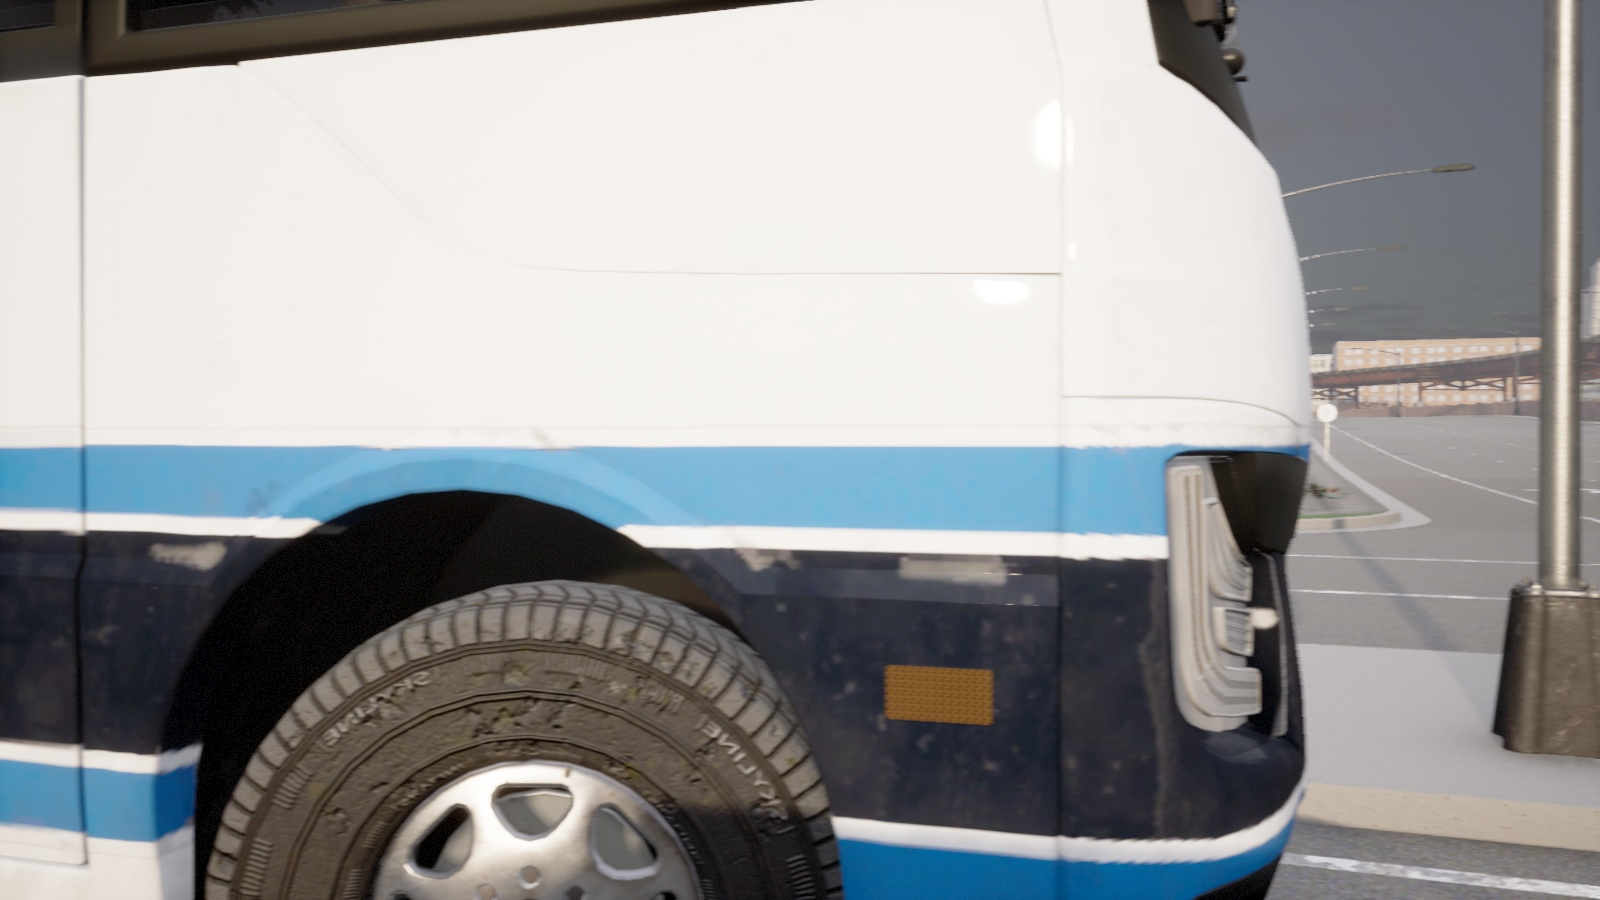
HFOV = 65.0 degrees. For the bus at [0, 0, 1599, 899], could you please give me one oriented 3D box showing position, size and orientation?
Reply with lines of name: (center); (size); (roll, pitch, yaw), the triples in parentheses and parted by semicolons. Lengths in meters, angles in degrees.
bus: (-3.061, -0.647, 4.614); (10.273, 4.253, 3.944); (1, 1, 17)
